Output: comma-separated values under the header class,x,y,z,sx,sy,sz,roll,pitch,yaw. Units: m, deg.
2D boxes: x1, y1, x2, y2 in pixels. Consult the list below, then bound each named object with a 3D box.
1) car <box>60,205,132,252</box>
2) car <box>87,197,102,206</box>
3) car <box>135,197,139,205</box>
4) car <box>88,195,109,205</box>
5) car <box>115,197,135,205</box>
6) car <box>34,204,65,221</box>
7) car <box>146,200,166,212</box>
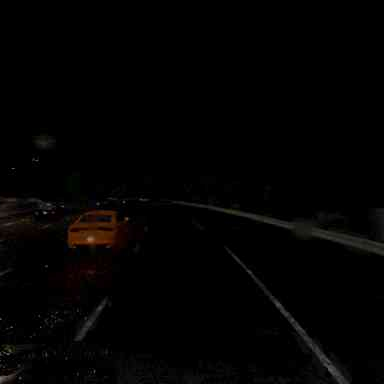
class,x,y,z,sx,sy,sz,roll,pitch,yaw
car,-3.844,1.540,14.326,1.882,1.535,5.008,0,0,-5
car,-18.125,1.782,61.748,2.128,1.511,4.902,-1,0,-22
car,-11.418,1.669,63.765,1.882,1.535,5.008,0,0,-22
car,-10.973,1.398,39.031,2.150,2.045,5.566,0,0,-14
car,-10.043,1.517,48.425,2.097,1.767,4.553,-1,0,-17
car,-12.538,1.744,29.605,2.033,1.411,5.357,-1,0,-12
car,-4.473,1.644,40.871,1.994,1.385,4.181,-1,0,-14
